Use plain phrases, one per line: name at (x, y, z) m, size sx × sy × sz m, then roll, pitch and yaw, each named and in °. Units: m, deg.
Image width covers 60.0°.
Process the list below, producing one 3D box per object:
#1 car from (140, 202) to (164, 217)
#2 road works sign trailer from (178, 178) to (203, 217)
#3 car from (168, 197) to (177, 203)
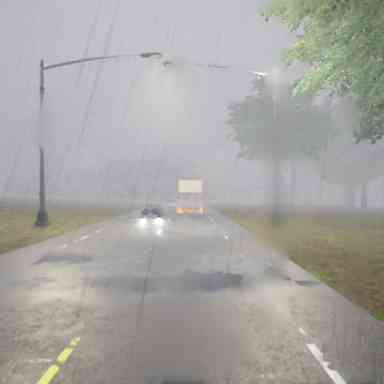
car at (-3.745, 1.641, 31.850) m, size 1.895 × 1.301 × 4.718 m, roll 0°, pitch 0°, yaw 0°
road works sign trailer at (-0.141, 0.505, 31.746) m, size 2.380 × 3.560 × 2.880 m, roll 0°, pitch 0°, yaw -1°
car at (-4.218, 1.717, 73.393) m, size 2.033 × 1.411 × 5.357 m, roll 0°, pitch -1°, yaw -1°
